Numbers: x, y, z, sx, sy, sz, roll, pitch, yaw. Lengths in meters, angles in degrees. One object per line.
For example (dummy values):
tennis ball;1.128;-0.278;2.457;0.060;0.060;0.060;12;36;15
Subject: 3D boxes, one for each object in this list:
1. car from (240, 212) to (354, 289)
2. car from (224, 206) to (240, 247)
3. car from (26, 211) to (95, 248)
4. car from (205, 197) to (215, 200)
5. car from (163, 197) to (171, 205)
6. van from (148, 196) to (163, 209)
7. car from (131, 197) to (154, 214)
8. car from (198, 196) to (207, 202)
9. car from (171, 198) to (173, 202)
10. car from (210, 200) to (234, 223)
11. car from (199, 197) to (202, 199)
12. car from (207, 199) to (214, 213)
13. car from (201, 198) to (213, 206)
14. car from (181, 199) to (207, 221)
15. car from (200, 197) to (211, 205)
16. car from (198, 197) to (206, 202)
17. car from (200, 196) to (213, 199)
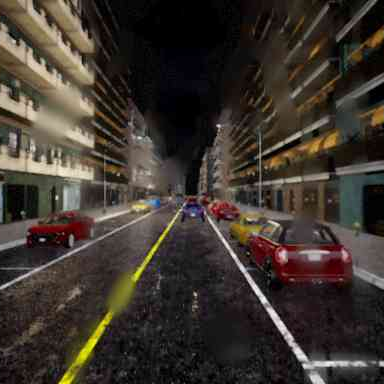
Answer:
car;2.684;1.462;9.218;1.967;1.590;4.097;0;0;0
car;2.681;1.563;15.050;1.752;1.417;4.829;0;0;0
car;-5.699;1.583;14.899;1.887;1.381;4.507;0;0;0
car;2.669;1.630;37.699;1.752;1.417;4.829;0;0;0
car;-5.725;1.668;65.857;1.967;1.590;4.097;0;0;0
van;-5.717;1.490;48.872;1.690;1.788;3.998;0;0;0
car;-5.710;1.629;37.378;1.752;1.417;4.829;0;0;0
car;2.647;1.756;82.822;1.967;1.590;4.097;0;0;0
car;-5.733;1.841;82.672;1.752;1.417;4.829;0;0;0
car;2.676;1.614;26.205;1.887;1.381;4.507;0;0;0
car;0.078;1.663;46.368;1.812;1.442;4.674;0;0;0
car;2.673;1.630;31.871;1.887;1.381;4.507;0;0;0
car;2.658;1.751;60.175;2.008;1.369;4.403;0;0;0
car;0.087;1.600;27.777;1.812;1.442;4.674;0;0;0
car;2.656;1.778;65.836;2.008;1.369;4.403;0;0;0
car;2.644;1.915;88.481;1.947;1.339;4.313;0;0;0
car;2.660;1.488;54.514;2.192;1.841;5.009;0;0;0
